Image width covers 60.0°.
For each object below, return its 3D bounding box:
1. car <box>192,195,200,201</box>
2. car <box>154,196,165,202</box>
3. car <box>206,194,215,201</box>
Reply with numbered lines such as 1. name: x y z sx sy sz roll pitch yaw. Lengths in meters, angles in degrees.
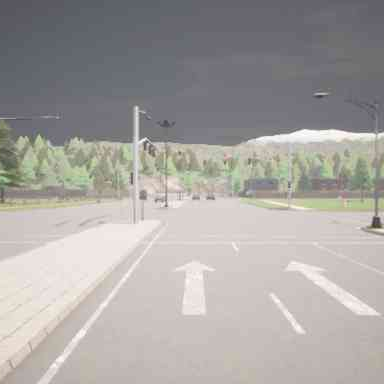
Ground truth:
1. car: 0.981 1.356 80.602 2.128 1.511 4.902 0 0 1
2. car: -7.143 1.510 72.585 1.812 1.442 4.674 0 0 1
3. car: 4.480 1.186 80.521 2.097 1.767 4.553 0 0 1
